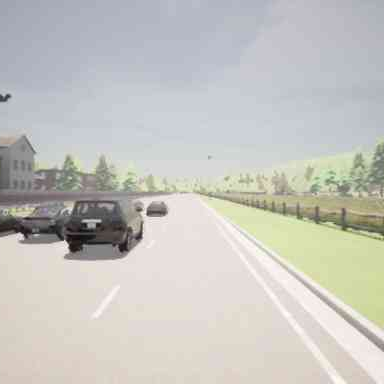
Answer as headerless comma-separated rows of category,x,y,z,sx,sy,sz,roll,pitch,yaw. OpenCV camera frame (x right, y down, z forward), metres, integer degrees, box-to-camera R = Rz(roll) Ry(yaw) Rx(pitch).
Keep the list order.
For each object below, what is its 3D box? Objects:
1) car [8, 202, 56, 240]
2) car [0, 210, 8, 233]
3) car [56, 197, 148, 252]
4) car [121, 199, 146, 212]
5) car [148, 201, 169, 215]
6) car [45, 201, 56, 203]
car,-6.910,1.505,17.097,2.128,1.511,4.902,0,0,0
car,-10.412,1.561,16.848,2.033,1.411,5.357,0,0,0
car,-3.409,1.233,13.970,2.150,2.045,5.566,0,0,0
car,-6.924,1.578,40.016,2.033,1.411,5.357,0,0,0
car,-3.421,1.590,33.691,1.994,1.385,4.181,0,0,0
car,-13.920,1.590,33.500,1.994,1.385,4.181,0,0,0
